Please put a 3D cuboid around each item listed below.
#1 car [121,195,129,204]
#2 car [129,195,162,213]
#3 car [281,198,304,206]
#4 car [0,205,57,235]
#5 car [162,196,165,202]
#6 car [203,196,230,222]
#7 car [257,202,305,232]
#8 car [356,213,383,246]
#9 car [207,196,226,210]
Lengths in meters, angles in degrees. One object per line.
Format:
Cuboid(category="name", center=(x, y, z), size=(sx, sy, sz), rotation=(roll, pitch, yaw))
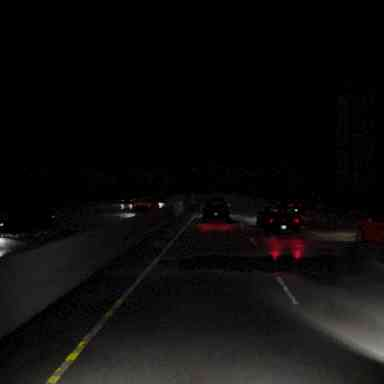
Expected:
Cuboid(category="car", center=(-10.129, 1.222, 54.498), size=(1.837, 1.490, 4.892), rotation=(0, 0, 5))
Cuboid(category="car", center=(-4.694, 1.278, 34.273), size=(1.882, 1.535, 5.008), rotation=(0, 0, 4))
Cuboid(category="car", center=(9.349, 1.351, 31.718), size=(1.837, 1.490, 4.892), rotation=(0, 0, 4))
Cuboid(category="car", center=(-9.437, 1.412, 18.220), size=(2.033, 1.411, 5.357), rotation=(0, 0, 4))
Cuboid(category="car", center=(-6.146, 1.315, 60.258), size=(1.895, 1.301, 4.718), rotation=(0, 0, 5))
Cuboid(category="car", center=(1.829, 1.336, 25.168), size=(1.882, 1.535, 5.008), rotation=(0, 0, 4))
Cuboid(category="car", center=(4.887, 1.495, 19.262), size=(1.895, 1.301, 4.718), rotation=(0, 0, 4))
Cuboid(category="car", center=(7.886, 1.418, 12.334), size=(1.882, 1.535, 5.008), rotation=(0, 0, 4))
Cuboid(category="car", center=(3.061, 1.285, 41.277), size=(2.128, 1.511, 4.902), rotation=(0, 0, 4))
